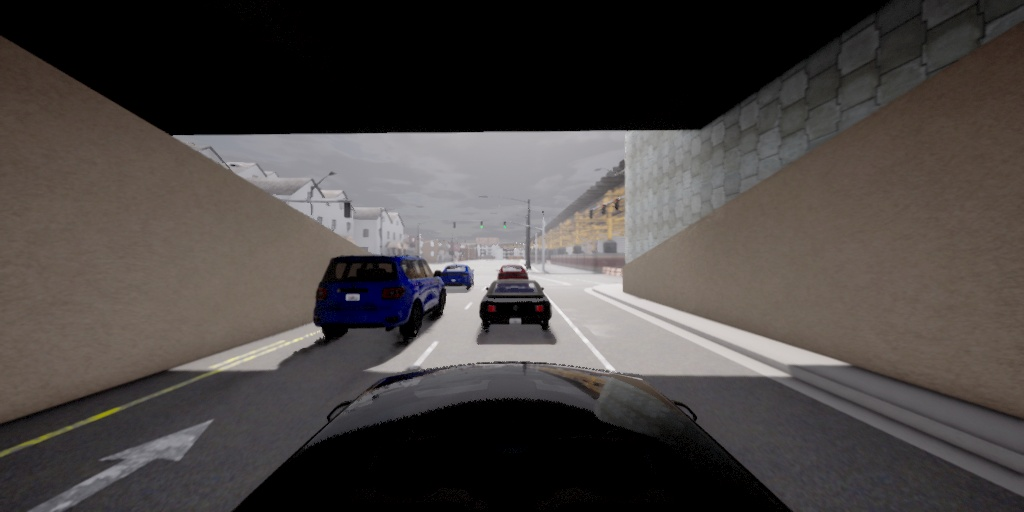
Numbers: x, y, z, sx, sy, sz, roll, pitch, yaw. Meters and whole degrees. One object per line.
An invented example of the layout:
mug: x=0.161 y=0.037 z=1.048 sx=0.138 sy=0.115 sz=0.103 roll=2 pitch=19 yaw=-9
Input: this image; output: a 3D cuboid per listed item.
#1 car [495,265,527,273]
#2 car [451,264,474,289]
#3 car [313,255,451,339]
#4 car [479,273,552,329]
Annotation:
car: x=-0.030 y=1.285 z=23.106 sx=1.882 sy=1.535 sz=5.008 roll=0 pitch=0 yaw=-2
car: x=-3.554 y=1.286 z=23.572 sx=1.882 sy=1.535 sz=5.008 roll=0 pitch=0 yaw=-3
car: x=-3.407 y=0.994 z=10.354 sx=2.150 sy=2.045 sz=5.566 roll=0 pitch=0 yaw=0
car: x=0.093 y=1.377 z=11.352 sx=1.895 sy=1.301 sz=4.718 roll=0 pitch=0 yaw=0
